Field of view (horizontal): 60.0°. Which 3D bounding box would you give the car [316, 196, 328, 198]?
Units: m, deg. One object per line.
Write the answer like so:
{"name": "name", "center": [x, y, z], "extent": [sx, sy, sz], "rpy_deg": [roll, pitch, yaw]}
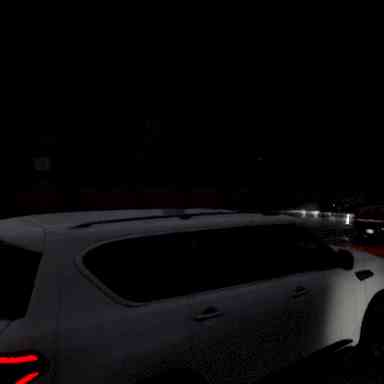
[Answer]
{"name": "car", "center": [14.362, 1.256, 36.489], "extent": [4.892, 1.490, 1.837], "rpy_deg": [0, 0, -37]}

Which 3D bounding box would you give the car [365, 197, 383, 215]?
{"name": "car", "center": [18.273, 1.228, 30.678], "extent": [4.902, 1.511, 2.128], "rpy_deg": [0, 0, -37]}

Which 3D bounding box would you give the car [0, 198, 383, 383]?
{"name": "car", "center": [0.371, 1.202, 4.054], "extent": [5.566, 2.045, 2.150], "rpy_deg": [-1, 0, -36]}
